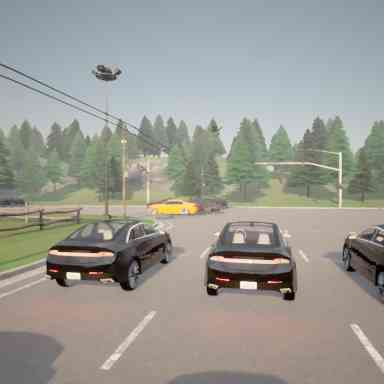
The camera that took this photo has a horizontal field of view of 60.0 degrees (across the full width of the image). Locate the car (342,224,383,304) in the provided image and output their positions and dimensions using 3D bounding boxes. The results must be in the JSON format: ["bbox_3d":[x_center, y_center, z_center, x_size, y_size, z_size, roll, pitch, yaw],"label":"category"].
[{"bbox_3d":[4.951,1.491,7.790,2.128,1.511,4.902,0,0,11],"label":"car"}]

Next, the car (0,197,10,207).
[{"bbox_3d":[-30.072,1.491,48.979,4.902,1.511,2.128,0,0,12],"label":"car"}]

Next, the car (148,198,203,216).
[{"bbox_3d":[-1.838,1.477,32.495,5.008,1.535,1.882,0,0,12],"label":"car"}]

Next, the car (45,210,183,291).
[{"bbox_3d":[-1.921,1.491,9.132,2.128,1.511,4.902,0,0,12],"label":"car"}]

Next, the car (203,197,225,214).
[{"bbox_3d":[0.483,1.547,35.593,5.357,1.411,2.033,0,0,12],"label":"car"}]

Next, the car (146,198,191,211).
[{"bbox_3d":[-2.809,1.477,39.837,5.008,1.535,1.882,0,0,12],"label":"car"}]

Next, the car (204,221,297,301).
[{"bbox_3d":[1.514,1.491,8.453,2.128,1.511,4.902,0,0,12],"label":"car"}]

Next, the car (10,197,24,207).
[{"bbox_3d":[-28.927,1.477,52.318,5.008,1.535,1.882,0,0,12],"label":"car"}]

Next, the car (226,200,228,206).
[{"bbox_3d":[2.496,1.504,45.899,4.892,1.490,1.837,0,0,12],"label":"car"}]
